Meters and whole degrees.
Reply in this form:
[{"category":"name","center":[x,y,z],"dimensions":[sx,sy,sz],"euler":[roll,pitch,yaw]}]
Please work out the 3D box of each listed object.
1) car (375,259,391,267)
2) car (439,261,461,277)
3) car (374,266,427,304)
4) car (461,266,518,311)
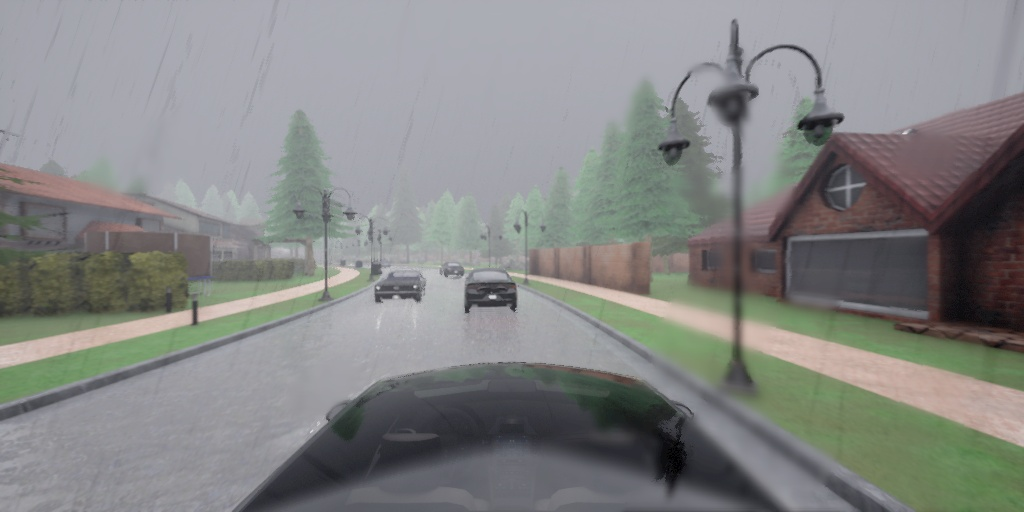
[{"category":"car","center":[-20.503,1.213,56.862],"dimensions":[2.128,1.511,4.902],"euler":[0,0,-31]},{"category":"car","center":[-5.750,1.233,34.278],"dimensions":[1.812,1.442,4.674],"euler":[0,0,-19]},{"category":"car","center":[-5.000,1.341,16.538],"dimensions":[1.895,1.301,4.718],"euler":[0,0,-10]},{"category":"car","center":[-0.979,1.206,14.366],"dimensions":[1.882,1.535,5.008],"euler":[0,0,-8]}]
